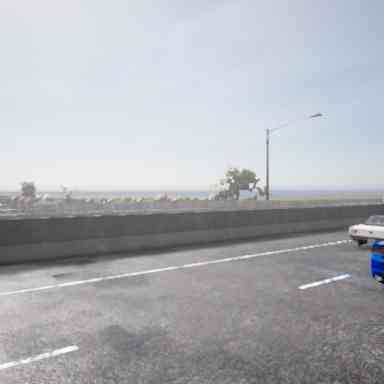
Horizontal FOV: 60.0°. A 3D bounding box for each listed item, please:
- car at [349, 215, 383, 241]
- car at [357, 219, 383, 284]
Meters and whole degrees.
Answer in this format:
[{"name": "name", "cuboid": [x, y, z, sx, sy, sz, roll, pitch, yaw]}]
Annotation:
[{"name": "car", "cuboid": [8.897, 1.647, 14.399, 4.718, 1.301, 1.895, 0, 0, -36]}, {"name": "car", "cuboid": [6.458, 1.507, 8.357, 5.008, 1.535, 1.882, 0, 0, -36]}]
